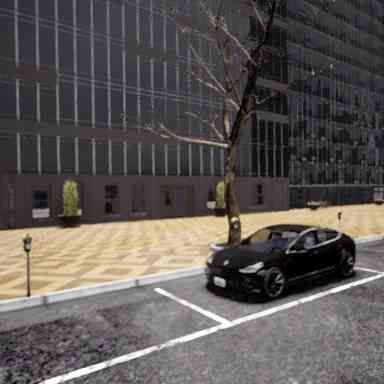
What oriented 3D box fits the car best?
[{"bbox_3d":[2.356,1.493,8.242,4.313,1.339,1.947,-1,0,-35],"label":"car"}]
